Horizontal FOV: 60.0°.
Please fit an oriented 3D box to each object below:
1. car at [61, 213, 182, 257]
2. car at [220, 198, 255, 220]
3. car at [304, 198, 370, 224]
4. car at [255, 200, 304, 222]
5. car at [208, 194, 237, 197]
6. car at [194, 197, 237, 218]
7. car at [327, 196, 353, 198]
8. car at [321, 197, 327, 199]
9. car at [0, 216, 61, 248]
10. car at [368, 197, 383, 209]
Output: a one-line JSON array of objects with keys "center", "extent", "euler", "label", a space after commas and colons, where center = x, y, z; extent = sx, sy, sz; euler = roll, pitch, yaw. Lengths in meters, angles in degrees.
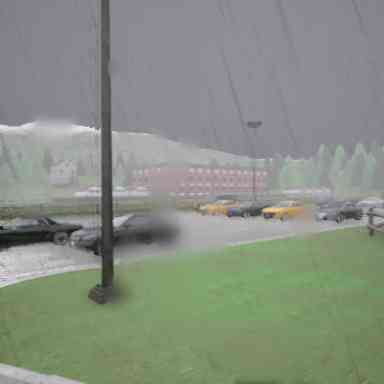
[{"center": [-2.540, 1.590, 13.537], "extent": [4.674, 1.442, 1.812], "euler": [0, 0, -39], "label": "car"}, {"center": [5.100, 1.508, 28.904], "extent": [5.008, 1.535, 1.882], "euler": [0, 0, -39], "label": "car"}, {"center": [10.775, 1.449, 24.507], "extent": [4.902, 1.511, 2.128], "euler": [0, 0, -39], "label": "car"}, {"center": [7.565, 1.475, 26.400], "extent": [5.008, 1.535, 1.882], "euler": [0, 0, -39], "label": "car"}, {"center": [2.752, 1.298, 36.041], "extent": [5.566, 2.045, 2.150], "euler": [0, 0, -39], "label": "car"}, {"center": [2.885, 1.539, 31.613], "extent": [5.008, 1.535, 1.882], "euler": [0, 0, -39], "label": "car"}, {"center": [21.546, 1.389, 46.777], "extent": [5.008, 1.535, 1.882], "euler": [0, 0, -39], "label": "car"}, {"center": [20.528, 1.446, 50.438], "extent": [4.892, 1.490, 1.837], "euler": [0, -1, -39], "label": "car"}, {"center": [-7.280, 1.717, 14.176], "extent": [4.718, 1.301, 1.895], "euler": [0, 0, -40], "label": "car"}, {"center": [23.984, 1.404, 44.244], "extent": [4.674, 1.442, 1.812], "euler": [0, 0, -39], "label": "car"}]
